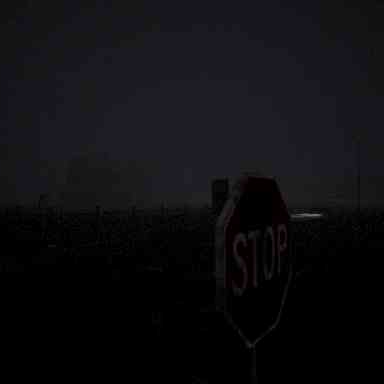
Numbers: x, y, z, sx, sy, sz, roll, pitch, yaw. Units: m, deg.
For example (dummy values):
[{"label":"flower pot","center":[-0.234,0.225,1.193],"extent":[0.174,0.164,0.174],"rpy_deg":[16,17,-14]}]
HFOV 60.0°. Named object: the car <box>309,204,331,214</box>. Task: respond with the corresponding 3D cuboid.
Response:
[{"label":"car","center":[18.080,2.338,46.943],"extent":[1.895,1.301,4.718],"rpy_deg":[-1,-1,35]}]
